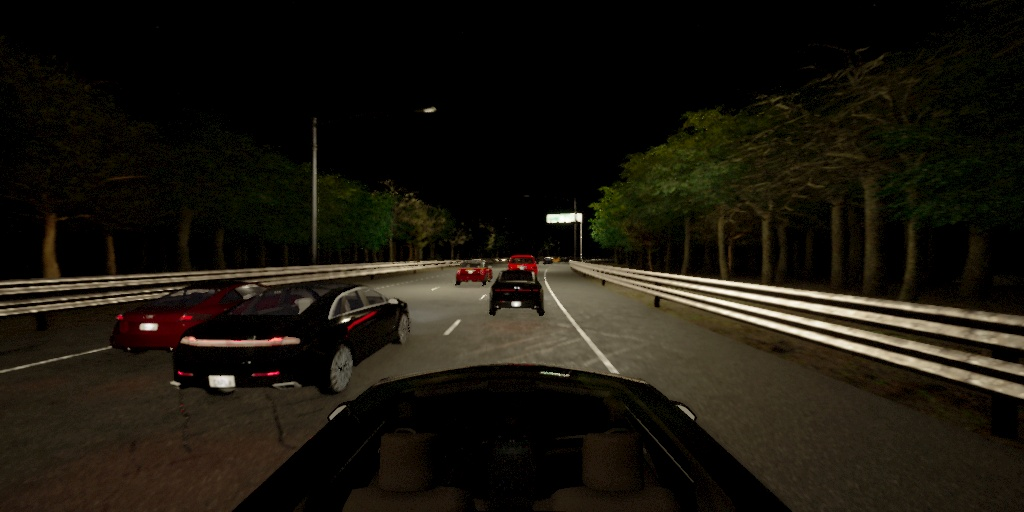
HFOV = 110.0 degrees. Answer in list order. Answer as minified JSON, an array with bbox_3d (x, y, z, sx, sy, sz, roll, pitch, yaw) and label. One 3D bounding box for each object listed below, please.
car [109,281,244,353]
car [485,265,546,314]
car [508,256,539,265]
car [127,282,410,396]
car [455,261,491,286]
[{"bbox_3d":[-6.802,1.303,8.759,1.994,1.385,4.181,0,0,1],"label":"car"},{"bbox_3d":[0.212,1.261,13.736,1.837,1.490,4.892,0,0,2],"label":"car"},{"bbox_3d":[0.842,0.983,26.951,2.150,2.045,5.566,0,0,4],"label":"car"},{"bbox_3d":[-3.338,1.238,6.587,2.128,1.511,4.902,0,0,1],"label":"car"},{"bbox_3d":[-2.617,1.105,25.733,2.097,1.767,4.553,0,0,3],"label":"car"}]
